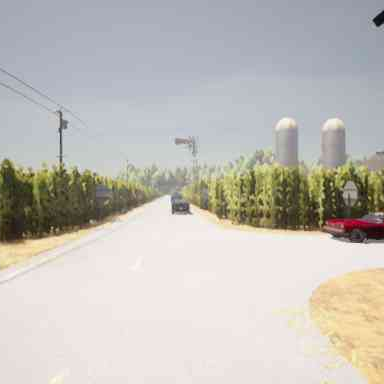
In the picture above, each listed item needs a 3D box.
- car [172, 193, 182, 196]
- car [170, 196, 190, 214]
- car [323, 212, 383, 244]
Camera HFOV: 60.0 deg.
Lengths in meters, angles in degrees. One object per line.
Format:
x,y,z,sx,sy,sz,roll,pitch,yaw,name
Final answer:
-2.829,1.261,61.353,2.150,2.045,5.566,0,0,-4,car
-1.265,1.499,36.182,1.882,1.535,5.008,0,0,-3,car
8.708,1.609,15.467,4.718,1.301,1.895,0,0,-3,car
